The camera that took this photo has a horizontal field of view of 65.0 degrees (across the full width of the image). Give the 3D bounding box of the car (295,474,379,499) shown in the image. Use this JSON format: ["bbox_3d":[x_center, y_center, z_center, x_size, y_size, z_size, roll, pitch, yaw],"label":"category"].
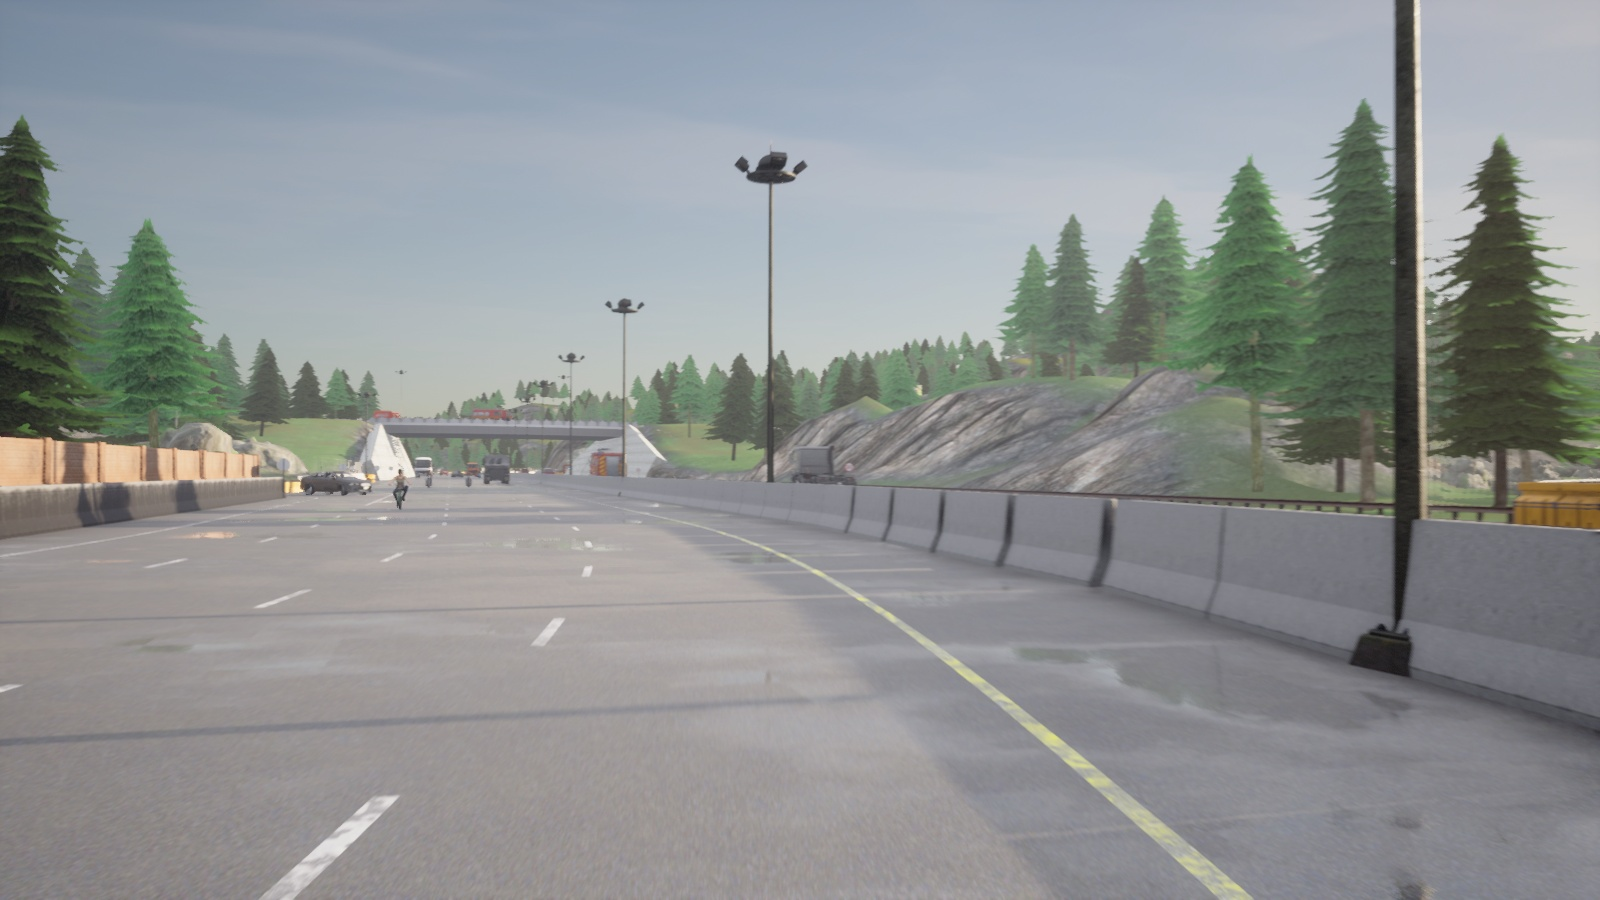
[{"bbox_3d":[-28.624,2.254,77.594,4.902,1.511,2.128,-1,-1,27],"label":"car"}]

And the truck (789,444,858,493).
[{"bbox_3d":[1.610,1.348,91.498,2.891,3.462,7.936,0,-1,-16],"label":"truck"}]
